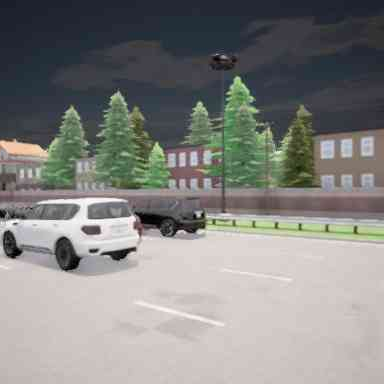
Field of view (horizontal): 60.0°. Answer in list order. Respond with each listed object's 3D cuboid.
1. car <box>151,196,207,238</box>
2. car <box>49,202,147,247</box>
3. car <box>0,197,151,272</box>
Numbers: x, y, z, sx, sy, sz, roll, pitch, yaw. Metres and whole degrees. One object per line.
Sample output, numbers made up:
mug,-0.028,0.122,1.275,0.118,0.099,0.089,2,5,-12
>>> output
car,-1.832,1.261,18.157,5.566,2.045,2.150,0,0,36
car,-4.534,1.391,15.792,4.553,1.767,2.097,0,0,36
car,-4.250,1.247,11.250,5.566,2.045,2.150,-1,-1,37
